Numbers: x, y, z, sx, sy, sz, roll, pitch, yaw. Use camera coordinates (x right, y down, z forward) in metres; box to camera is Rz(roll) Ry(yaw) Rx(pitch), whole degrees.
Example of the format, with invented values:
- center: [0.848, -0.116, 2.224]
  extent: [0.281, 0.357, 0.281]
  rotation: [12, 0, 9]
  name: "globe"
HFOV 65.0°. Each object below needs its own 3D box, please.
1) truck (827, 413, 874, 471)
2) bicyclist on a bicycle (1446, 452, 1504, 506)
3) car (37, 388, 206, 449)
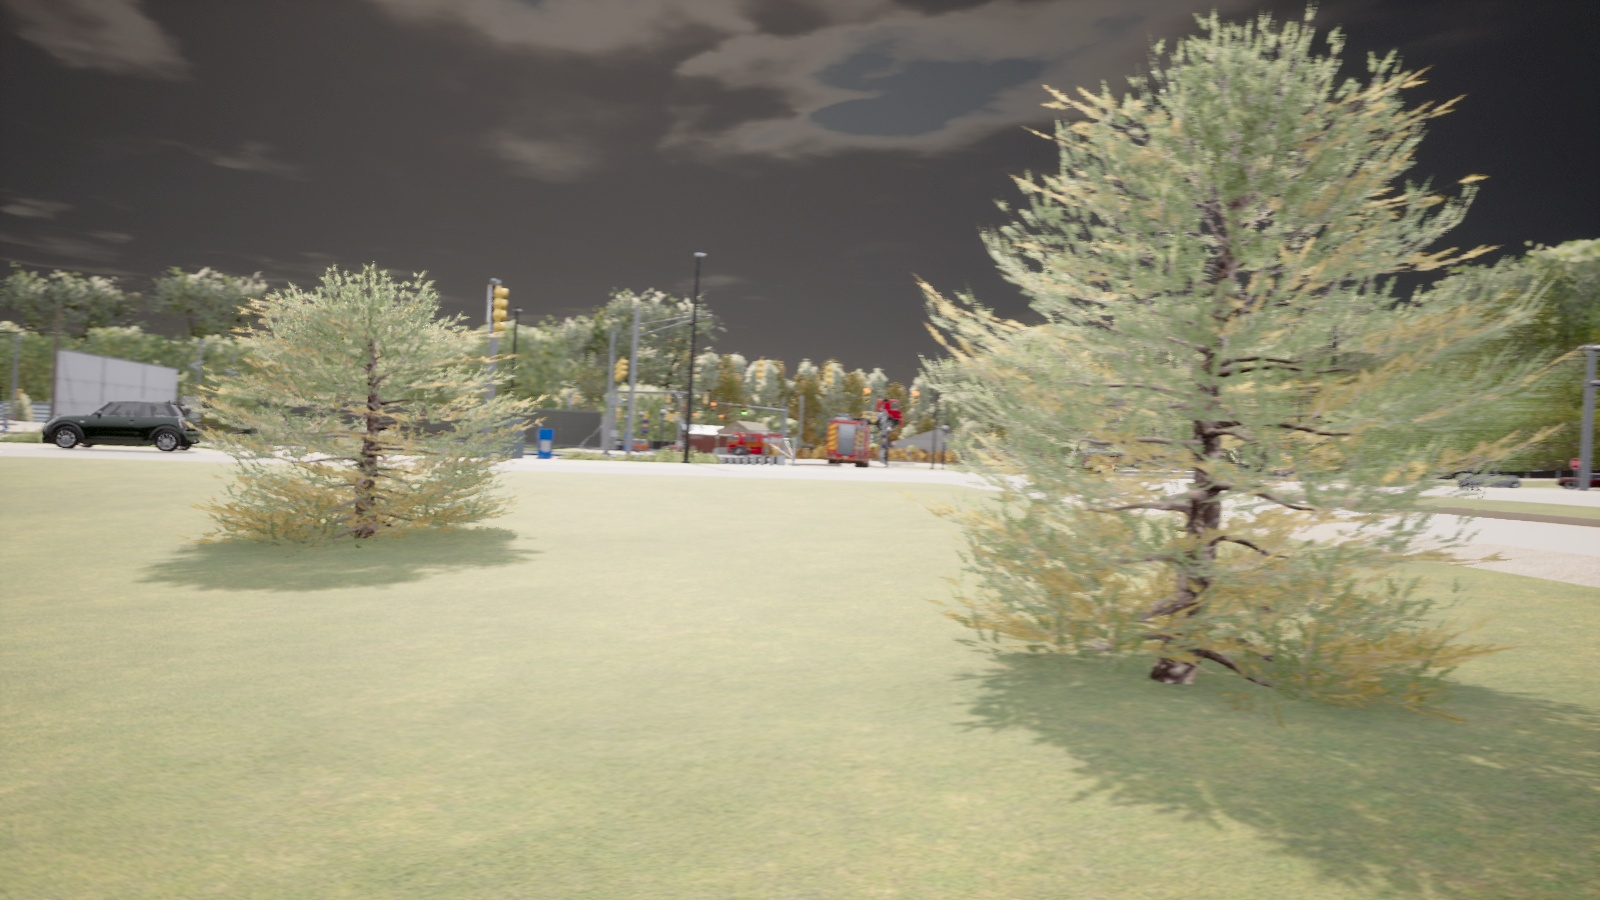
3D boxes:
- center: [3.959, -0.537, 96.168]
  extent: [2.891, 3.827, 8.468]
  rotation: [4, -2, 5]
  name: "truck"
- center: [21.389, 0.893, 39.818]
  extent: [0.866, 1.612, 1.509]
  rotation: [4, 0, -1]
  name: "bicyclist on a bicycle"
- center: [-22.659, -1.035, 42.120]
  extent: [4.553, 1.767, 2.097]
  rotation: [2, 1, -13]
  name: "car"
